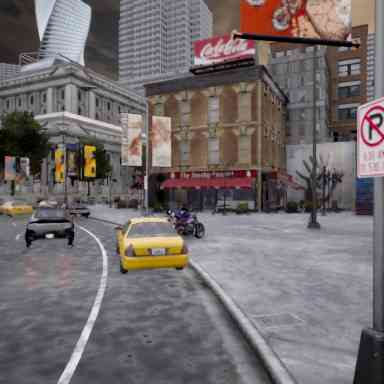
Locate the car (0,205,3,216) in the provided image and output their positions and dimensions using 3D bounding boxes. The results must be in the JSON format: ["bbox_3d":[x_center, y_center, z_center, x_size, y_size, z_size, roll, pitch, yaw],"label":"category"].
[{"bbox_3d":[-13.530,1.551,21.376,1.994,1.385,4.181,0,0,-32],"label":"car"}]

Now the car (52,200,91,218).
[{"bbox_3d":[-10.377,1.586,28.766,1.895,1.301,4.718,0,0,-34],"label":"car"}]

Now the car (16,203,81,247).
[{"bbox_3d":[-6.440,1.486,15.225,2.128,1.511,4.902,0,0,-21],"label":"car"}]

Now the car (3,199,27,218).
[{"bbox_3d":[-16.168,1.441,30.410,1.801,1.575,5.366,0,0,-42],"label":"car"}]

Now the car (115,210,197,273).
[{"bbox_3d":[-1.478,1.456,10.764,1.801,1.575,5.366,0,0,-15],"label":"car"}]
